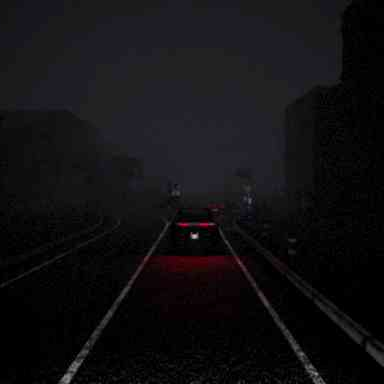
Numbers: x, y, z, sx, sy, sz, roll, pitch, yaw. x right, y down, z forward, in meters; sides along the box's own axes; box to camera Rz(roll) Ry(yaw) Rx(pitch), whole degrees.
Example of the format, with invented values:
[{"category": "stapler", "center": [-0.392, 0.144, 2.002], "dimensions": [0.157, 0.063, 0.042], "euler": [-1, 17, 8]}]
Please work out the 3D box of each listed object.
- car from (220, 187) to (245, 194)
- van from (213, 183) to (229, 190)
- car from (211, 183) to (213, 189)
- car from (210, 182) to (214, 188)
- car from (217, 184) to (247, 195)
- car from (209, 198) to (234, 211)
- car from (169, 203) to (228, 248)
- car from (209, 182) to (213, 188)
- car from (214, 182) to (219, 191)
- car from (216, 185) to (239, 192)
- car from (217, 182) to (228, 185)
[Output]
[{"category": "car", "center": [8.154, -0.281, 66.932], "dimensions": [4.674, 1.452, 2.002], "euler": [0, 3, -1]}, {"category": "van", "center": [7.972, -1.594, 91.581], "dimensions": [4.442, 1.987, 1.878], "euler": [0, 2, -1]}, {"category": "car", "center": [7.961, -1.053, 83.448], "dimensions": [4.892, 1.521, 2.231], "euler": [0, 2, -1]}, {"category": "car", "center": [7.891, -1.135, 86.203], "dimensions": [4.792, 1.488, 2.163], "euler": [0, 2, -1]}, {"category": "car", "center": [7.998, -0.189, 64.174], "dimensions": [5.366, 1.575, 1.946], "euler": [0, 3, -1]}, {"category": "car", "center": [2.718, 1.229, 31.240], "dimensions": [1.895, 1.301, 4.718], "euler": [0, 1, 16]}, {"category": "car", "center": [0.113, 1.372, 13.917], "dimensions": [2.128, 1.511, 4.902], "euler": [0, -1, 1]}, {"category": "car", "center": [7.894, -1.270, 88.955], "dimensions": [5.008, 1.535, 2.097], "euler": [0, 2, -1]}, {"category": "car", "center": [8.115, -0.831, 72.423], "dimensions": [5.566, 2.045, 2.435], "euler": [0, 3, -1]}, {"category": "car", "center": [8.057, -0.704, 75.188], "dimensions": [5.008, 1.535, 2.097], "euler": [0, 3, -1]}, {"category": "car", "center": [8.086, -0.578, 69.676], "dimensions": [4.553, 1.767, 2.185], "euler": [0, 3, -1]}]
